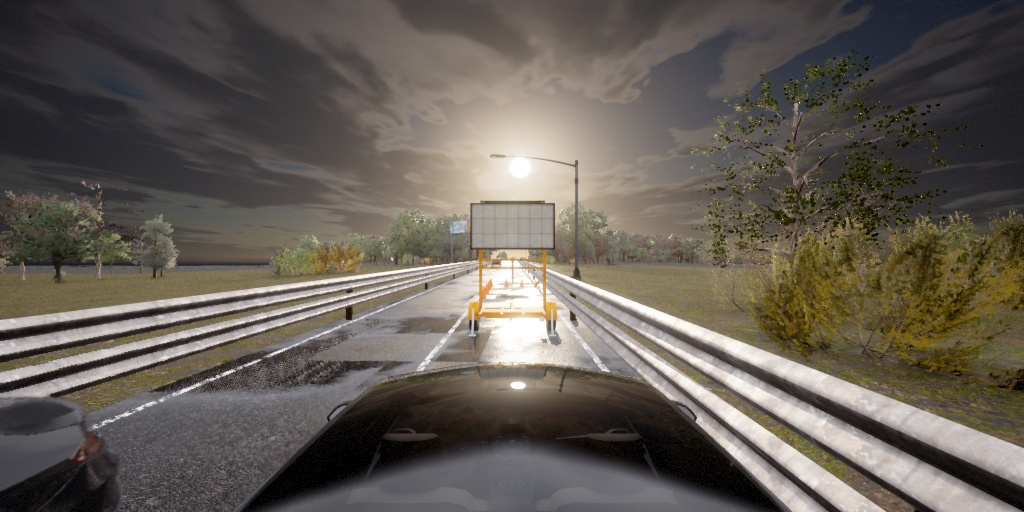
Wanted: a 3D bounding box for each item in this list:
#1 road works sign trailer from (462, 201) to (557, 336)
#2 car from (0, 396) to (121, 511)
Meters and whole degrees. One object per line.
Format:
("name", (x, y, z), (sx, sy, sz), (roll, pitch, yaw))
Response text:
("road works sign trailer", (0.021, 0.218, 10.342), (2.380, 3.560, 2.880), (0, 0, 0))
("car", (-3.252, 1.275, 0.203), (1.812, 1.442, 4.674), (0, 0, 0))
